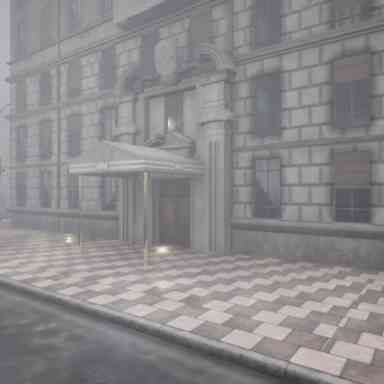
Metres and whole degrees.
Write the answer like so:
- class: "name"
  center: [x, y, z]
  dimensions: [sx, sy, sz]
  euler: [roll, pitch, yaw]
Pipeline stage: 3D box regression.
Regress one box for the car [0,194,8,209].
- class: "car"
  center: [-26.766, 1.221, 42.717]
  dimensions: [2.150, 2.045, 5.566]
  euler: [0, 0, 35]
